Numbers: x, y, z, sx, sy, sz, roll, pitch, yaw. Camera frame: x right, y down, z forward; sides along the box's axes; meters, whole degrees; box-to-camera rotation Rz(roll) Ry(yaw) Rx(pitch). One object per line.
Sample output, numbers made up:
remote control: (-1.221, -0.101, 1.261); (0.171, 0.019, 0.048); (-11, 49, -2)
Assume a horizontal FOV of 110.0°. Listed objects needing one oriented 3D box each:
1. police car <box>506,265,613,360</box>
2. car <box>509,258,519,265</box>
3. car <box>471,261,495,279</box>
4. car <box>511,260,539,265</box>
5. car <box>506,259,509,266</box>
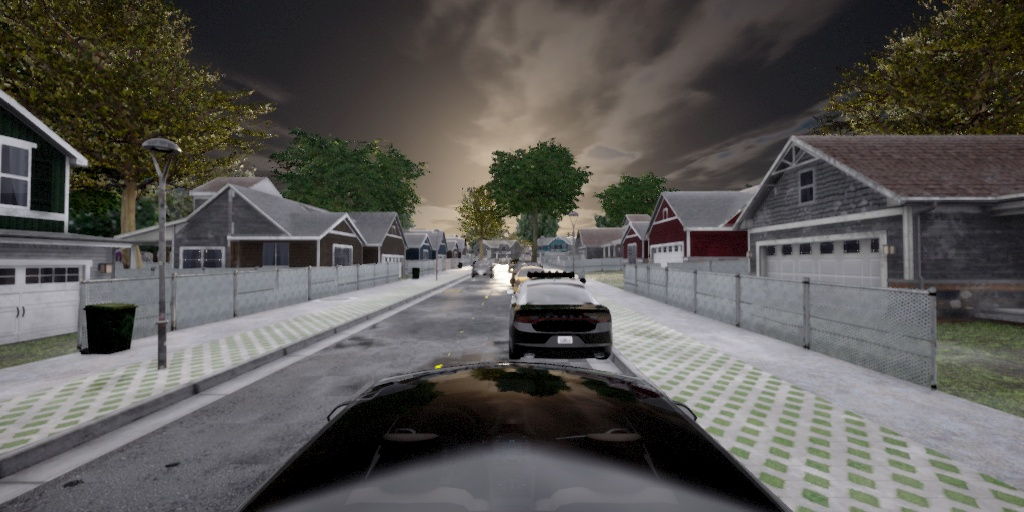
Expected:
police car: (0.896, 1.173, 8.476); (1.930, 1.638, 5.238); (0, 0, 1)
car: (1.038, 1.089, 24.339); (2.097, 1.767, 4.553); (0, 0, 1)
car: (-2.563, 1.224, 32.427); (2.128, 1.511, 4.902); (0, 0, 1)
car: (0.987, 1.198, 18.559); (1.801, 1.575, 5.366); (0, 0, 1)
car: (0.463, 1.226, 47.446); (1.837, 1.490, 4.892); (0, 0, 1)
